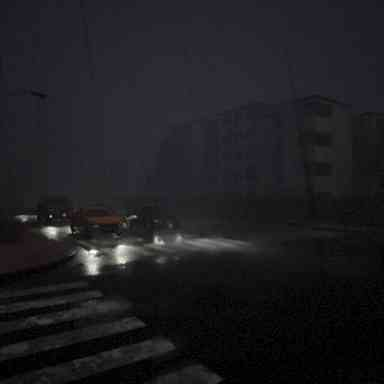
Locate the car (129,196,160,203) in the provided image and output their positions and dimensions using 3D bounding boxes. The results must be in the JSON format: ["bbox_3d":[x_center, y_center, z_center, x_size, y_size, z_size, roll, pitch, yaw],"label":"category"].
[{"bbox_3d":[-5.617,1.524,37.854,2.150,2.045,5.566,1,-1,-35],"label":"car"}]

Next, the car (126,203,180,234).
[{"bbox_3d":[-2.599,1.662,20.931,2.128,1.511,4.902,1,-1,-35],"label":"car"}]

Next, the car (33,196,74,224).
[{"bbox_3d":[-11.112,1.390,27.145,2.150,2.045,5.566,1,-1,-35],"label":"car"}]

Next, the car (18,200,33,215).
[{"bbox_3d":[-18.387,1.690,37.632,1.882,1.535,5.008,1,0,-35],"label":"car"}]

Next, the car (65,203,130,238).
[{"bbox_3d":[-5.527,1.610,18.932,1.882,1.535,5.008,1,-1,-33],"label":"car"}]

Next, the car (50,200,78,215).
[{"bbox_3d":[-14.964,1.725,38.842,1.882,1.535,5.008,1,-1,-35],"label":"car"}]

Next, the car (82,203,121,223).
[{"bbox_3d":[-7.850,1.729,28.559,1.812,1.442,4.674,1,-1,-34],"label":"car"}]
